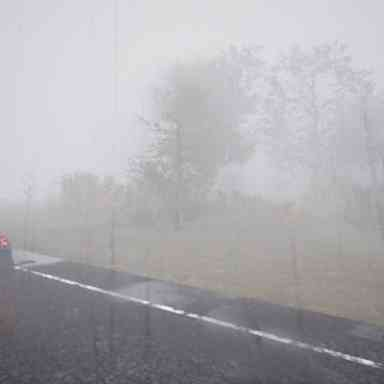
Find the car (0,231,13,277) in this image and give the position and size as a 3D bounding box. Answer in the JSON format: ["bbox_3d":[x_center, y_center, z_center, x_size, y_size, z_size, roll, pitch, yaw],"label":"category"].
[{"bbox_3d":[-6.784,1.295,8.832,4.553,1.767,2.097,0,0,36],"label":"car"}]
